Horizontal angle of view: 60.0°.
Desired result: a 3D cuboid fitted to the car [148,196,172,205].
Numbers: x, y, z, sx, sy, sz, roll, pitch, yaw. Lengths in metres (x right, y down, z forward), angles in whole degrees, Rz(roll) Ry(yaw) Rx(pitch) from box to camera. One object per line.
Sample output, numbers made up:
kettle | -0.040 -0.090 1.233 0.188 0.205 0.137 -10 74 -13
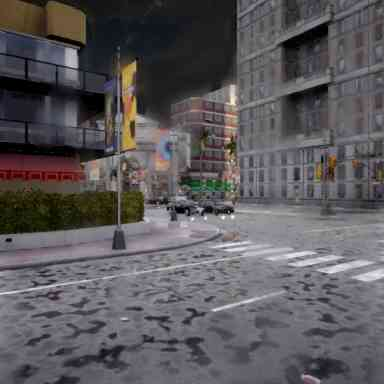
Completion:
car | -6.266 1.505 59.597 1.837 1.490 4.892 0 0 -44

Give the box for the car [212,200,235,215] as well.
car | 2.039 1.547 34.455 2.033 1.411 5.357 0 0 -35

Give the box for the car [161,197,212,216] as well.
car | -0.645 1.492 32.190 2.128 1.511 4.902 0 0 -35

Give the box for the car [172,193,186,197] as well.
car | -2.554 1.221 62.282 2.150 2.045 5.566 0 0 -15
